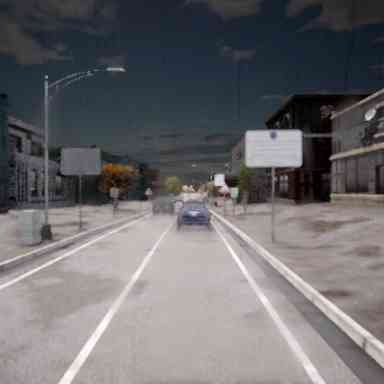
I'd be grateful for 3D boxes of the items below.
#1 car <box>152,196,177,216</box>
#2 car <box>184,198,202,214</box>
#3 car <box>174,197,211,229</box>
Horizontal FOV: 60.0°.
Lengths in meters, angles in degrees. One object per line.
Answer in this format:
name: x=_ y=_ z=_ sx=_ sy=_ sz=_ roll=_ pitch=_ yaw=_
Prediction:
car: x=-3.126 y=1.484 z=37.011 sx=2.150 sy=2.045 sz=5.566 roll=-1 pitch=0 yaw=-1
car: x=0.107 y=1.652 z=39.666 sx=2.097 sy=1.767 sz=4.553 roll=0 pitch=0 yaw=0
car: x=0.103 y=1.397 z=21.973 sx=2.097 sy=1.767 sz=4.553 roll=0 pitch=-1 yaw=0
